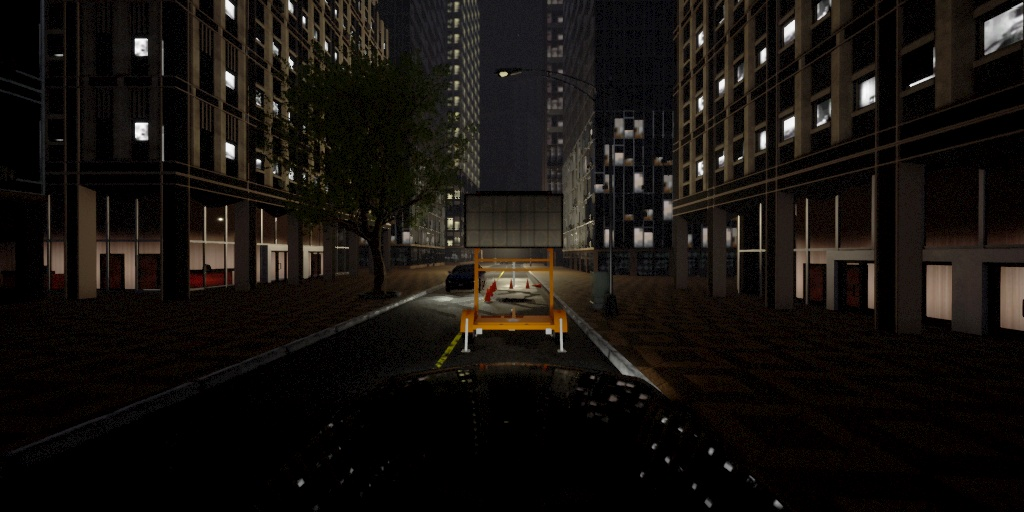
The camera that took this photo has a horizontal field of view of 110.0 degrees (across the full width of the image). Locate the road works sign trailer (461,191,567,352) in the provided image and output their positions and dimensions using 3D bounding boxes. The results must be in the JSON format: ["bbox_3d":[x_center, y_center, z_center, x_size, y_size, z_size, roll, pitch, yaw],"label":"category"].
[{"bbox_3d":[0.047,0.214,8.878,2.380,3.560,2.880,0,0,0],"label":"road works sign trailer"}]

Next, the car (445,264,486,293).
[{"bbox_3d":[-2.633,1.231,21.053,1.882,1.535,5.008,0,0,0],"label":"car"}]
